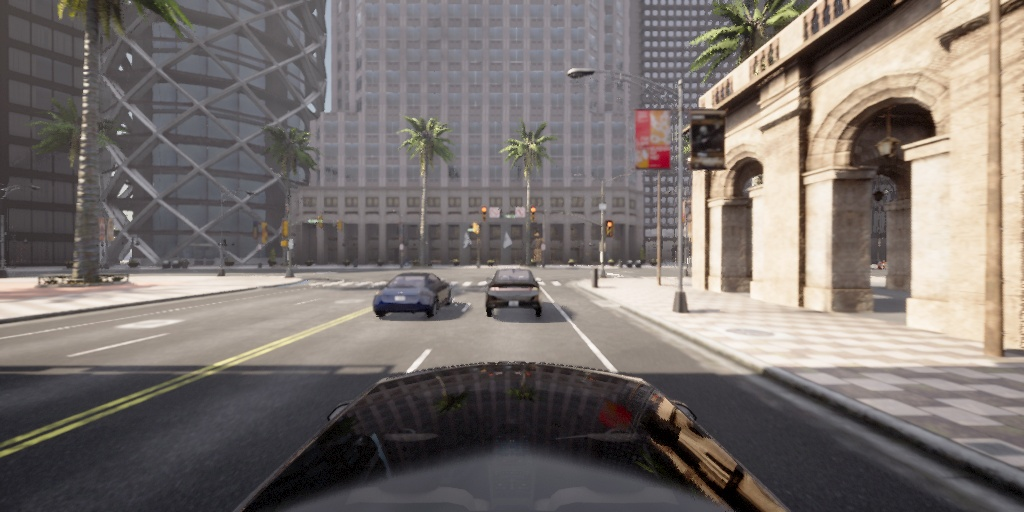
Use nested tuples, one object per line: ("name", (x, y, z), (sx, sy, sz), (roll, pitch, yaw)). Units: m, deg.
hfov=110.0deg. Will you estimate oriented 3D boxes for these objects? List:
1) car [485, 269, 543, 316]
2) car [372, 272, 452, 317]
("car", (0.064, 1.204, 13.136), (2.128, 1.511, 4.902), (0, 0, 0))
("car", (-3.436, 1.276, 13.069), (1.994, 1.385, 4.181), (0, 0, 0))
